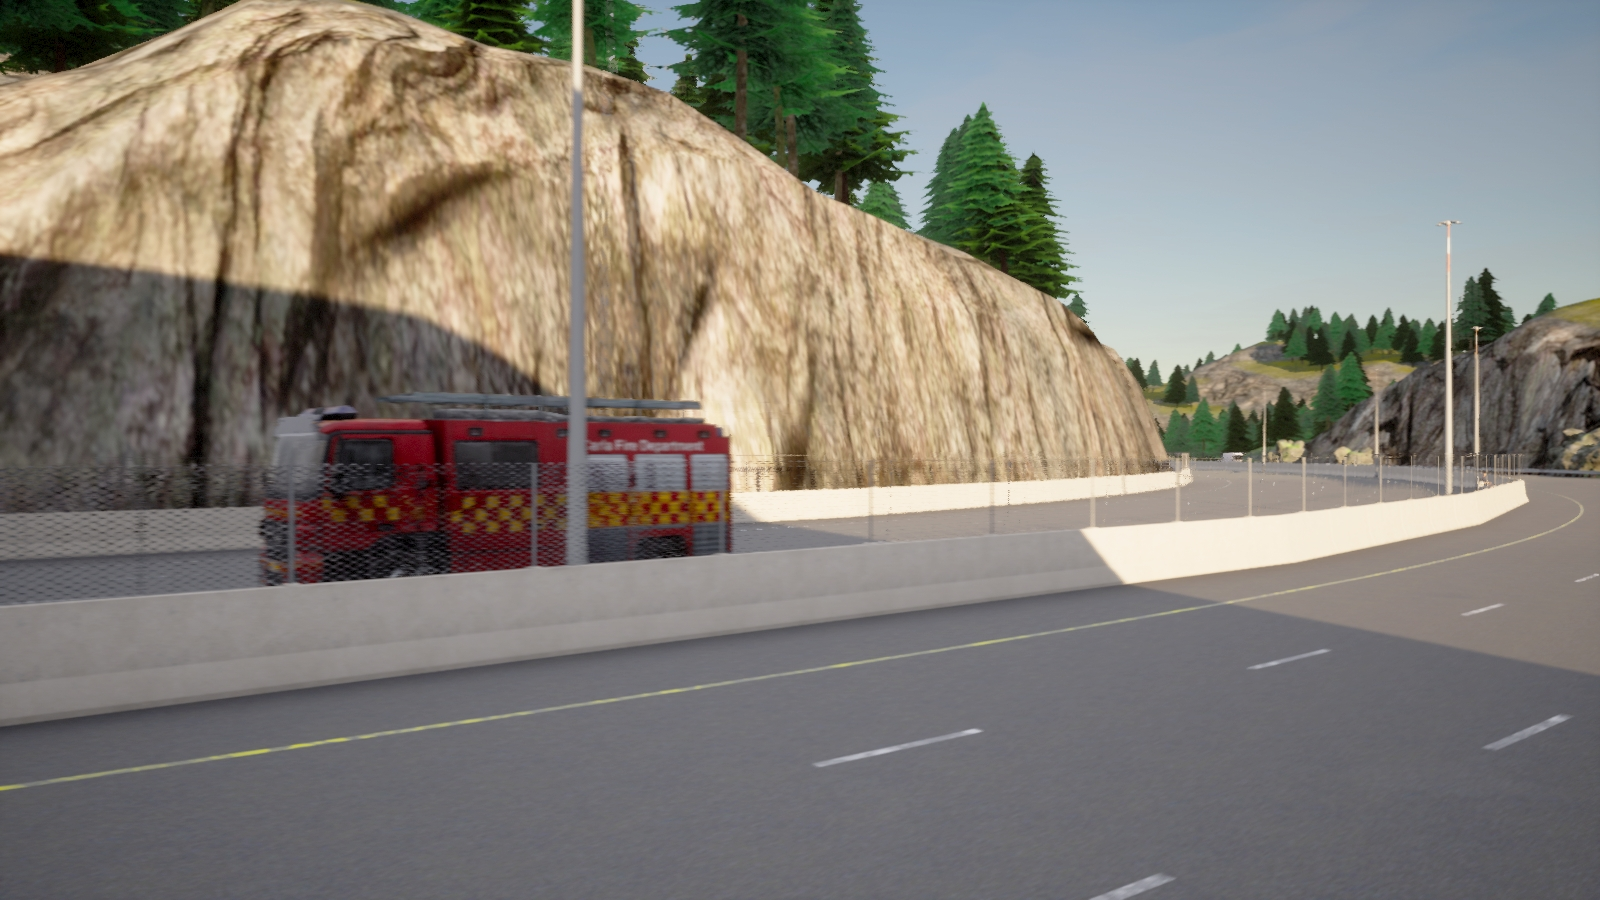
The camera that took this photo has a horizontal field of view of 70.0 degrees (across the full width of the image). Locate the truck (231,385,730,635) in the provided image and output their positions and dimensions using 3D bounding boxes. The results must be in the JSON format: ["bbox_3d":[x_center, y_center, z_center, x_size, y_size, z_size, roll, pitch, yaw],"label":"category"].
[{"bbox_3d":[-5.601,0.918,21.234,8.468,3.827,2.891,0,0,-39],"label":"truck"}]

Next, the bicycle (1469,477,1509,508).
[{"bbox_3d":[34.275,2.116,56.822,1.643,1.514,0.373,-3,-6,38],"label":"bicycle"}]
